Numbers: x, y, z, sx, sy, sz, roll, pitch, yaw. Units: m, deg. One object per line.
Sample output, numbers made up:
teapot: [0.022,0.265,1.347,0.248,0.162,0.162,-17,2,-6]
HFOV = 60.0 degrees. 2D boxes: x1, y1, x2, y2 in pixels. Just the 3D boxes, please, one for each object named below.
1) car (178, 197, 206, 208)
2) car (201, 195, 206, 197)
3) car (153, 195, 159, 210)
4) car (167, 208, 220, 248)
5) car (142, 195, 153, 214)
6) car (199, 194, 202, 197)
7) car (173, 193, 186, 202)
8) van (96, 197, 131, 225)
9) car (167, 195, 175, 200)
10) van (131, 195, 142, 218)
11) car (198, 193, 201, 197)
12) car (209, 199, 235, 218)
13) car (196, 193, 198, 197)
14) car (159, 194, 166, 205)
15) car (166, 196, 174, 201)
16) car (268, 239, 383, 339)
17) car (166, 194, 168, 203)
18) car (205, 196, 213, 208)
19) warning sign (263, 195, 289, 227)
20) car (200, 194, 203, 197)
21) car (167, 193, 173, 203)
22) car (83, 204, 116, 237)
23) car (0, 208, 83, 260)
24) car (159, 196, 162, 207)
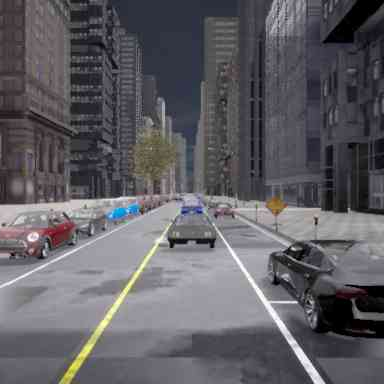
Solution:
car: [0.000,1.487,29.651,1.882,1.535,5.008,0,0,0]
car: [2.762,1.587,51.988,1.802,1.307,4.206,0,0,0]
car: [-5.763,1.318,40.627,2.192,1.841,5.009,0,0,0]
car: [0.000,1.617,14.681,1.895,1.301,4.718,0,0,0]
car: [-5.763,1.317,34.949,2.192,1.841,5.009,0,0,0]
car: [2.761,1.591,63.343,1.802,1.307,4.206,0,0,0]
car: [-3.000,1.570,75.926,1.895,1.301,4.718,0,0,0]
van: [-5.763,1.342,23.594,1.690,1.788,3.998,0,0,0]
car: [-5.764,1.609,91.723,1.802,1.307,4.206,0,0,0]
van: [-5.763,1.342,29.271,1.690,1.788,3.998,0,0,0]
car: [2.761,1.452,69.021,1.967,1.590,4.097,0,0,0]
car: [2.762,1.583,29.278,1.802,1.307,4.206,0,0,0]
car: [2.761,1.574,86.054,2.008,1.369,4.403,0,0,0]
car: [-5.764,1.320,51.981,2.192,1.841,5.009,0,0,0]
car: [-5.764,1.605,86.046,1.802,1.307,4.206,0,0,0]
car: [2.762,1.566,6.567,1.947,1.339,4.313,0,0,0]
car: [-5.763,1.557,57.658,2.008,1.369,4.403,0,0,0]
car: [2.762,1.553,40.633,2.008,1.369,4.403,0,0,0]
warning sign: [5.068,1.116,20.075,1.300,1.860,1.060,0,0,0]
car: [2.762,1.532,57.836,1.752,1.417,4.829,0,0,0]
car: [-5.764,1.327,69.013,2.192,1.841,5.009,0,0,0]
car: [-5.763,1.551,17.916,2.008,1.369,4.403,0,0,0]
car: [-5.763,1.440,12.239,1.967,1.590,4.097,0,0,0]
car: [-5.763,1.569,46.304,1.947,1.339,4.313,0,0,0]
